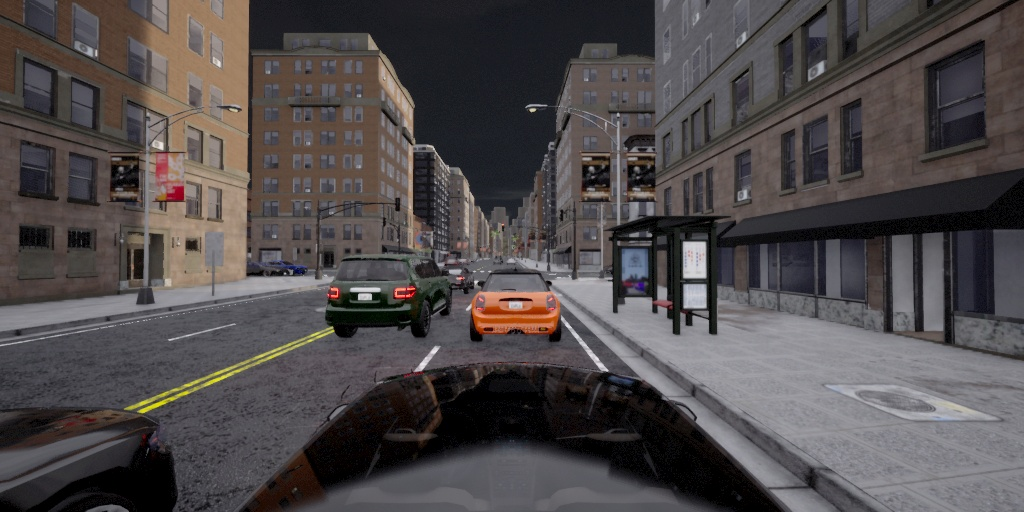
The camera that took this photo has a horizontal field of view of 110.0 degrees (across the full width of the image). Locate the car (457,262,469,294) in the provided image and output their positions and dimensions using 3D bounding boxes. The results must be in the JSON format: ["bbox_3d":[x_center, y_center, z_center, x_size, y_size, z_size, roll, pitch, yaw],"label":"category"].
[{"bbox_3d":[-3.199,1.282,20.108,1.812,1.442,4.674,0,0,0],"label":"car"}]

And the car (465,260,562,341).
[{"bbox_3d":[0.080,1.104,10.015,2.097,1.767,4.553,0,0,0],"label":"car"}]

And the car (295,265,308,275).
[{"bbox_3d":[-22.788,1.149,35.258,5.008,1.535,1.882,0,-1,0],"label":"car"}]

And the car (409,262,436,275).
[{"bbox_3d":[-9.934,1.386,40.252,1.895,1.301,4.718,0,-1,0],"label":"car"}]

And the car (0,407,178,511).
[{"bbox_3d":[-3.144,1.241,0.363,2.128,1.511,4.902,0,0,0],"label":"car"}]

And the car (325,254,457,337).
[{"bbox_3d":[-3.171,0.974,10.401,2.150,2.045,5.566,0,0,0],"label":"car"}]

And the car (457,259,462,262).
[{"bbox_3d":[-9.967,1.245,58.805,1.882,1.535,5.008,0,0,0],"label":"car"}]

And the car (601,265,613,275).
[{"bbox_3d":[12.816,1.383,38.883,5.357,1.411,2.033,0,-1,2],"label":"car"}]

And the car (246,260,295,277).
[{"bbox_3d":[-22.918,1.175,32.008,5.357,1.411,2.033,0,-1,0],"label":"car"}]
